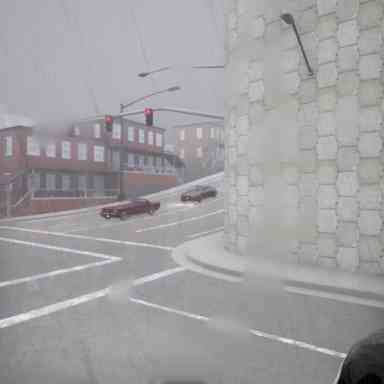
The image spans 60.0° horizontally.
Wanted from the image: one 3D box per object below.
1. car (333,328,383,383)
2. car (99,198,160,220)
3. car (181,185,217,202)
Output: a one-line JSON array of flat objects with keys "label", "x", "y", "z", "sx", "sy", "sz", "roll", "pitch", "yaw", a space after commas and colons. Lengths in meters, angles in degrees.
[{"label": "car", "x": 3.318, "y": 1.492, "z": 1.597, "sx": 4.902, "sy": 1.511, "sz": 2.128, "roll": 0, "pitch": 0, "yaw": 36}, {"label": "car", "x": -4.550, "y": 1.187, "z": 24.722, "sx": 1.895, "sy": 1.301, "sz": 4.718, "roll": 0, "pitch": 5, "yaw": 35}, {"label": "car", "x": 0.685, "y": 0.077, "z": 32.108, "sx": 1.994, "sy": 1.385, "sz": 4.181, "roll": 0, "pitch": 9, "yaw": 36}]
